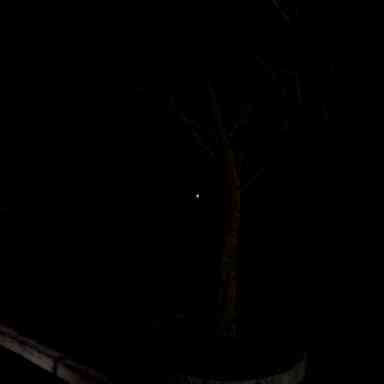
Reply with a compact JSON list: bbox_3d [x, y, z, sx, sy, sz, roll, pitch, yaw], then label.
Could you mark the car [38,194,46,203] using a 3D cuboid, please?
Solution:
[{"bbox_3d":[-19.164,1.053,42.070,2.097,1.767,4.553,1,0,32],"label":"car"}]
